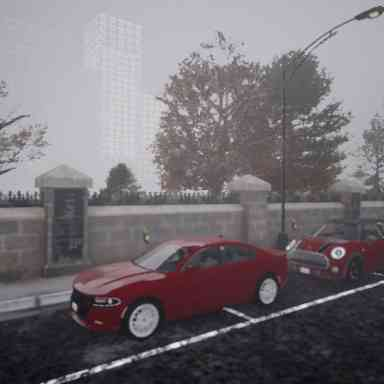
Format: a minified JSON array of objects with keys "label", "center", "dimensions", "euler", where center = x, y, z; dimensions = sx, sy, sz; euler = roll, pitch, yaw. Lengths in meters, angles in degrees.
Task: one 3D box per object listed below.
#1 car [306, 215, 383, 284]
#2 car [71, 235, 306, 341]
[{"label":"car","center":[4.571,1.534,9.815],"dimensions":[4.097,1.590,1.967],"euler":[1,0,-35]},{"label":"car","center":[-0.013,1.580,6.548],"dimensions":[4.507,1.381,1.887],"euler":[1,0,-35]}]
